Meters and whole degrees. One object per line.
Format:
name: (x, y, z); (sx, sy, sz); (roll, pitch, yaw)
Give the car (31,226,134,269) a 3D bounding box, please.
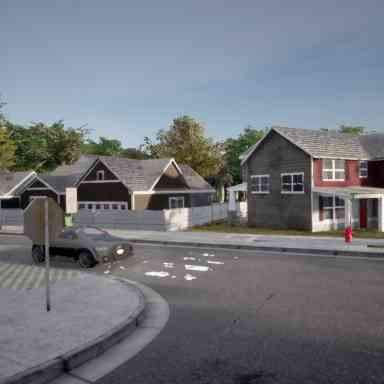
car: (-4.364, 2.056, 13.153); (4.181, 1.385, 1.994); (-2, 0, 30)
